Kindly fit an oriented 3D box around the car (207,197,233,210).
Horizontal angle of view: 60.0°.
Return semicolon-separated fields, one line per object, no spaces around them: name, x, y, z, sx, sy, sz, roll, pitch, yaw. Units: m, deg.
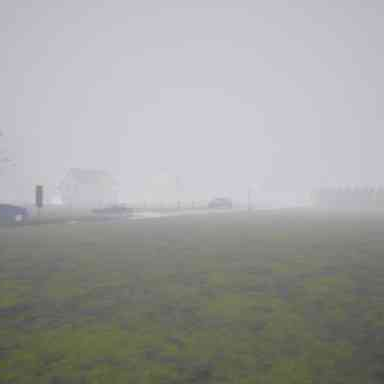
car;4.776;1.872;55.458;2.150;2.045;5.566;1;-1;36

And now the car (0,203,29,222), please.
car;-15.759;1.650;26.631;1.882;1.535;5.008;1;0;35

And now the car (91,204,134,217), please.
car;-8.718;1.940;36.576;1.895;1.301;4.718;1;0;35
